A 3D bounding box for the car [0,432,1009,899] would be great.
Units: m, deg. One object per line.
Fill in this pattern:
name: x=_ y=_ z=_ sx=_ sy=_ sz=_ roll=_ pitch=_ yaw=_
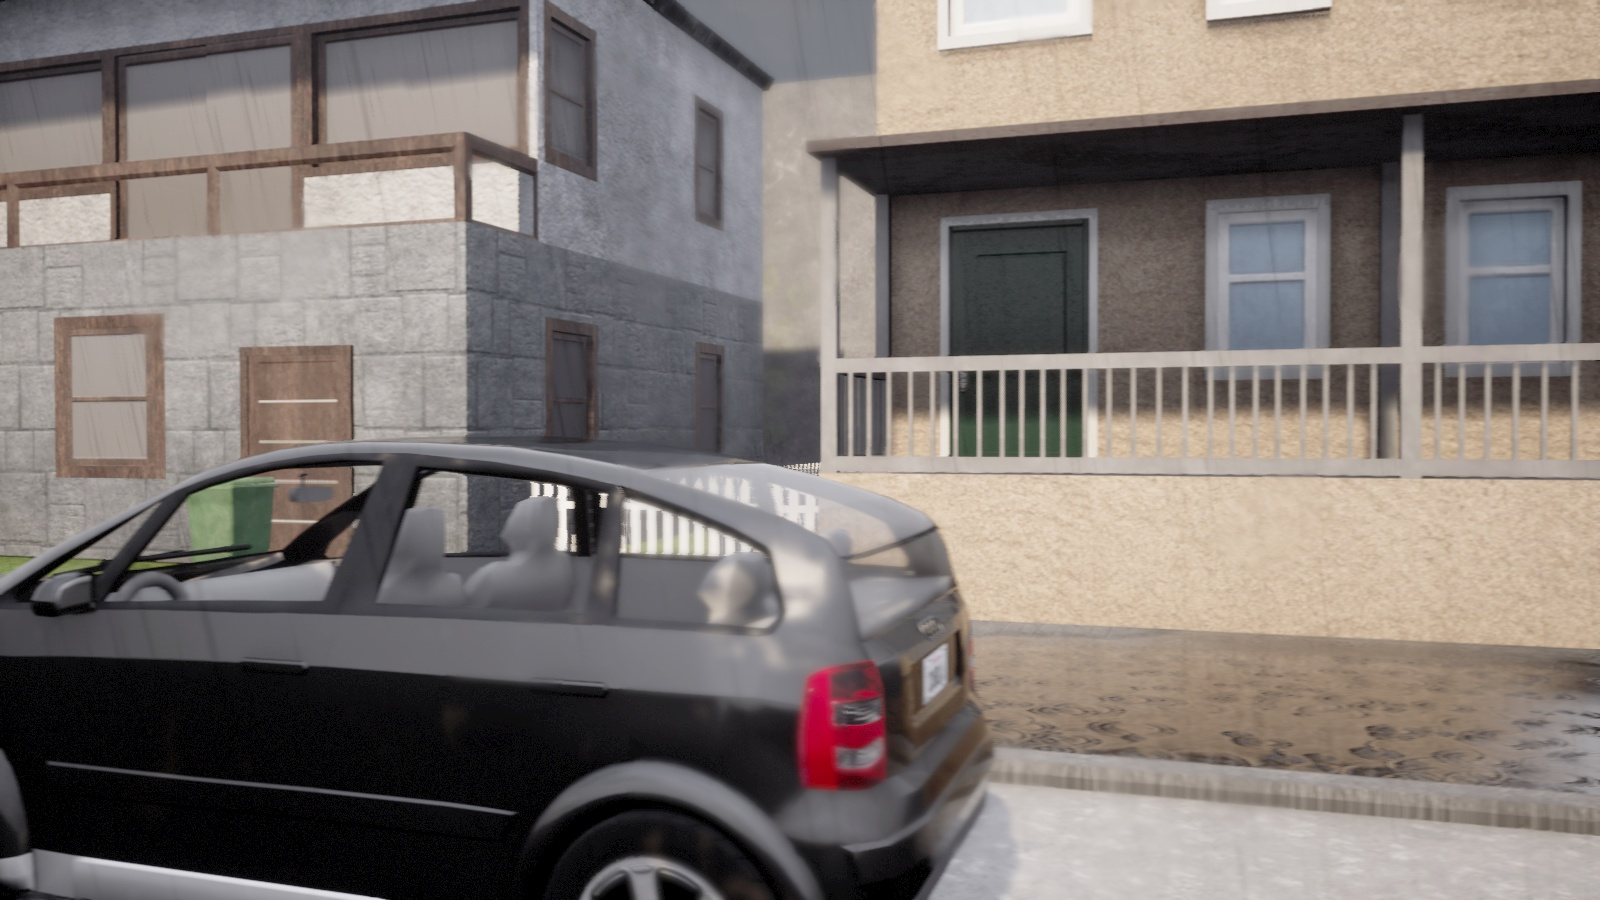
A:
car: x=-1.314 y=0.728 z=4.167 sx=3.705 sy=1.549 sz=1.789 roll=1 pitch=1 yaw=19
